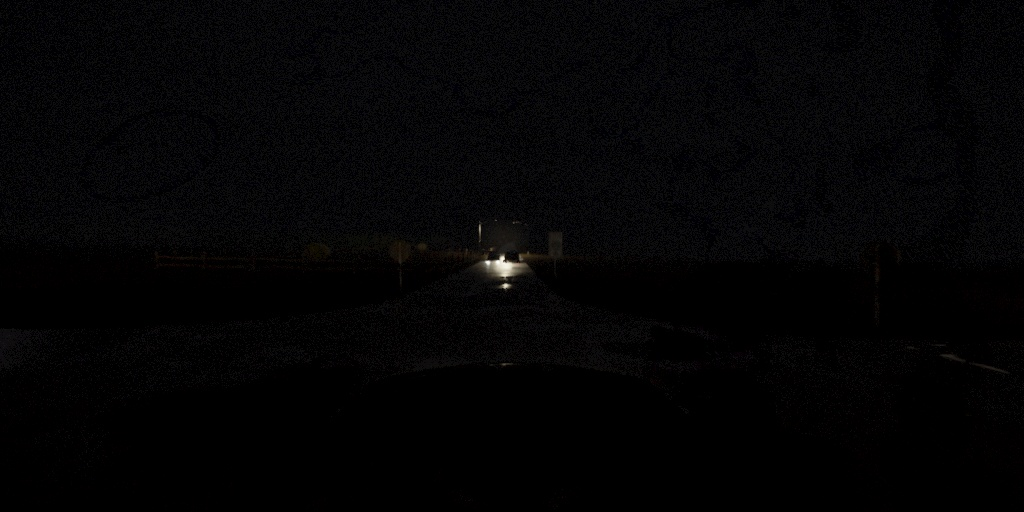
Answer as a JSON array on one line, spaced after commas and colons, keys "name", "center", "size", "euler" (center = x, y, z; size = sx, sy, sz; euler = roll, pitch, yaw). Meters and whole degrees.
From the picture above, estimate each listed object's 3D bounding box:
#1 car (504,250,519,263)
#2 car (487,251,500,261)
[{"name": "car", "center": [-0.040, -0.037, 50.330], "size": [2.097, 1.767, 4.553], "euler": [-1, 2, 0]}, {"name": "car", "center": [-2.793, -0.030, 55.805], "size": [1.837, 1.490, 4.892], "euler": [-1, 2, 0]}]
